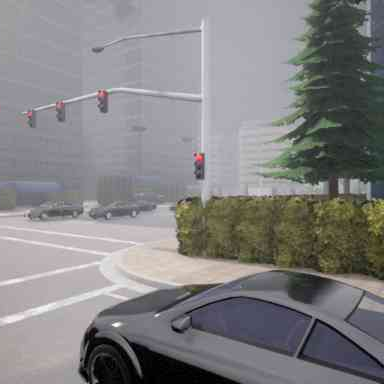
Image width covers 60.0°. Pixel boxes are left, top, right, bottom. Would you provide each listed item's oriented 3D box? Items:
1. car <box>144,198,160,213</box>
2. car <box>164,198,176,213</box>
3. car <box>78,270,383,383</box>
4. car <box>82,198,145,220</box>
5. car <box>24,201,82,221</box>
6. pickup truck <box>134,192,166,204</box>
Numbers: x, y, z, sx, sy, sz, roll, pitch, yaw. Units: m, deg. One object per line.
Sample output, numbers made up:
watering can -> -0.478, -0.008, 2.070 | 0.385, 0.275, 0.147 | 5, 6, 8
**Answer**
car -> -5.945, 1.611, 35.532 | 1.895, 1.301, 4.718 | 0, 0, 35
car -> -0.341, 1.557, 37.430 | 2.033, 1.411, 5.357 | 0, 0, 35
car -> 0.734, 1.565, 3.454 | 4.181, 1.385, 1.994 | 0, 0, 36
car -> -6.586, 1.514, 28.526 | 1.837, 1.490, 4.892 | 0, 0, 35
car -> -11.393, 1.502, 27.766 | 2.128, 1.511, 4.902 | 0, 0, 35
pickup truck -> -7.496, 1.075, 55.994 | 6.274, 2.098, 2.390 | 0, 0, -24
